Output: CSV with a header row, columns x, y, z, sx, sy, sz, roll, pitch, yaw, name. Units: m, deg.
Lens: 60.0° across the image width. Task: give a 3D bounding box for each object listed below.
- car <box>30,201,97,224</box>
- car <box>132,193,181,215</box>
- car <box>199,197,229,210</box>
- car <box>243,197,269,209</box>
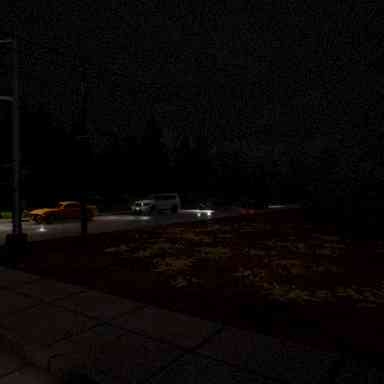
x,y,z,sx,sy,sz,roll,pitch,yaw,name
-9.541,1.485,24.975,1.882,1.535,5.008,0,0,37,car
-3.434,1.175,33.221,2.150,2.045,5.566,0,0,36,car
2.781,1.404,41.584,1.837,1.490,4.892,0,0,37,car
8.305,1.359,42.856,2.128,1.511,4.902,0,0,37,car
